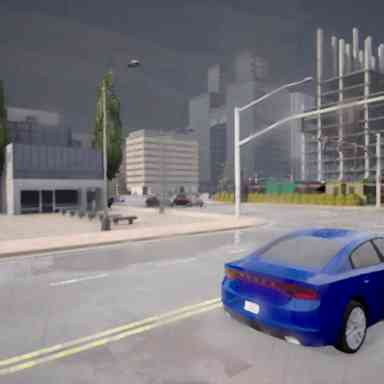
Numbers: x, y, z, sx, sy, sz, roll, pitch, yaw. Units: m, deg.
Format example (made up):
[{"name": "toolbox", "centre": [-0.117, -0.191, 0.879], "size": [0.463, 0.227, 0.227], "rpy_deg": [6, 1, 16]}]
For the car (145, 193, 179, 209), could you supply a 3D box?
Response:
[{"name": "car", "centre": [-4.082, 1.239, 41.321], "size": [1.837, 1.490, 4.892], "rpy_deg": [-1, 1, -36]}]

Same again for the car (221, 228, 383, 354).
[{"name": "car", "centre": [2.762, 1.406, 6.123], "size": [5.008, 1.535, 1.882], "rpy_deg": [-1, 1, -38]}]

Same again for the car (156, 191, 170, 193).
[{"name": "car", "centre": [-6.819, 0.577, 87.168], "size": [3.866, 1.878, 1.905], "rpy_deg": [-1, 1, -38]}]

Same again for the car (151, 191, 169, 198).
[{"name": "car", "centre": [-8.546, 0.574, 89.492], "size": [4.605, 1.855, 1.932], "rpy_deg": [-1, 1, -38]}]

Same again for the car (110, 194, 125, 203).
[{"name": "car", "centre": [-13.919, 1.180, 60.822], "size": [2.128, 1.511, 4.902], "rpy_deg": [-1, 0, -36]}]

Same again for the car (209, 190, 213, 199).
[{"name": "car", "centre": [5.207, 0.572, 71.661], "size": [3.866, 1.878, 1.905], "rpy_deg": [-1, 1, -38]}]

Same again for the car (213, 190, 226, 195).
[{"name": "car", "centre": [6.971, 0.811, 69.365], "size": [3.806, 1.475, 1.970], "rpy_deg": [-1, 1, -38]}]

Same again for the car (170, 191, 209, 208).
[{"name": "car", "centre": [-0.417, 1.043, 42.238], "size": [2.097, 1.767, 4.553], "rpy_deg": [-1, 1, -36]}]
